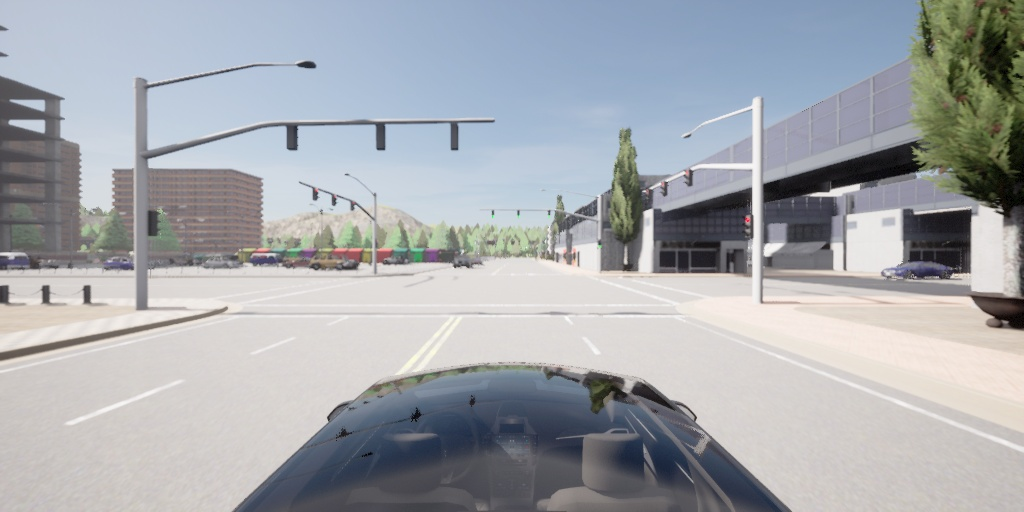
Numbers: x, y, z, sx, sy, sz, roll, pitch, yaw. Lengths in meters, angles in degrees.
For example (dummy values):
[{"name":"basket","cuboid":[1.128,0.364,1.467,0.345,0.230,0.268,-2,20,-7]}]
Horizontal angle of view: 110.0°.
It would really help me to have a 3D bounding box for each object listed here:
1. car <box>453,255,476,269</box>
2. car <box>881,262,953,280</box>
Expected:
[{"name":"car","cuboid":[-7.019,0.809,51.835,2.150,2.045,5.566,0,0,2]},{"name":"car","cuboid":[33.076,1.188,29.308,4.674,1.442,1.812,0,0,0]}]
